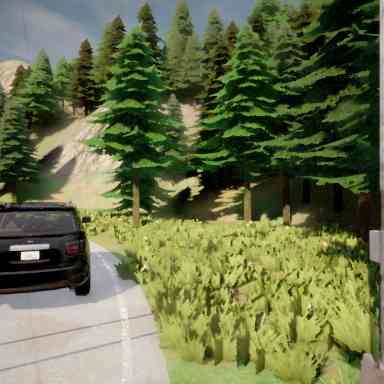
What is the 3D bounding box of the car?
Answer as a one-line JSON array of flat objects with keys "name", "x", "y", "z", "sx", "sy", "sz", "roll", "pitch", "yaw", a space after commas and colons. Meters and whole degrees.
[{"name": "car", "x": -3.807, "y": 1.245, "z": 8.497, "sx": 2.150, "sy": 2.045, "sz": 5.566, "roll": 0, "pitch": 0, "yaw": -20}]
